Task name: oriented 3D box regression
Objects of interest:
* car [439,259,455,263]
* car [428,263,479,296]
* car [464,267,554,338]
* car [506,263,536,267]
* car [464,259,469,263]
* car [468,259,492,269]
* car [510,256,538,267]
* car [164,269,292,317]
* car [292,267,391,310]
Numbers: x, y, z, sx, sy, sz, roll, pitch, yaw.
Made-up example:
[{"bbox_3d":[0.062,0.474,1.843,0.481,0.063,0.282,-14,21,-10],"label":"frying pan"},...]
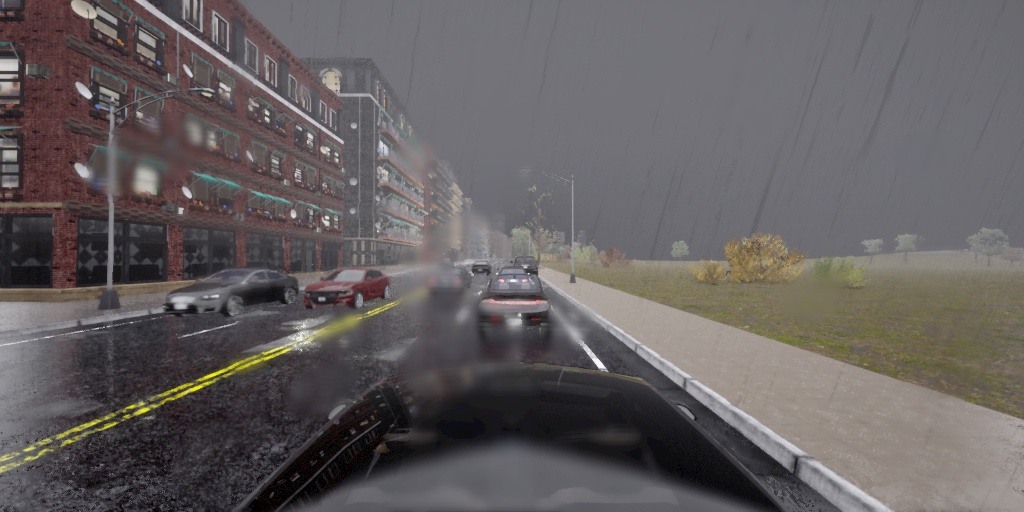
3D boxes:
[{"bbox_3d":[-9.999,1.257,55.480,1.837,1.490,4.892,0,0,0],"label":"car"},{"bbox_3d":[-3.196,1.300,19.535,2.033,1.411,5.357,0,0,-1],"label":"car"},{"bbox_3d":[0.076,1.243,10.249,2.128,1.511,4.902,0,0,0],"label":"car"},{"bbox_3d":[0.049,1.300,20.689,2.033,1.411,5.357,0,0,0],"label":"car"},{"bbox_3d":[-6.753,1.278,57.239,1.812,1.442,4.674,0,0,0],"label":"car"},{"bbox_3d":[-3.259,1.231,39.100,1.882,1.535,5.008,0,0,0],"label":"car"},{"bbox_3d":[1.052,0.979,30.902,2.150,2.045,5.566,0,0,0],"label":"car"},{"bbox_3d":[-9.884,1.243,13.169,2.128,1.511,4.902,0,0,0],"label":"car"},{"bbox_3d":[-6.637,1.230,15.003,1.882,1.535,5.008,0,0,0],"label":"car"}]
